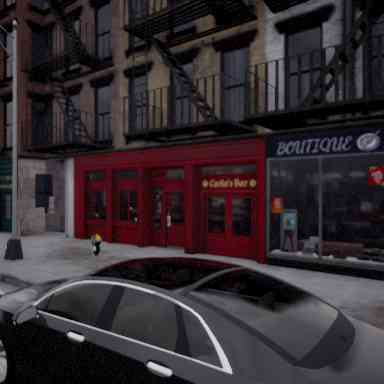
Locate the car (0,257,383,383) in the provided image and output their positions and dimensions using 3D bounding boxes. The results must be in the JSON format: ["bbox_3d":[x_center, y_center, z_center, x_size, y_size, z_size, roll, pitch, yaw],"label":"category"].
[{"bbox_3d":[-0.491,1.502,3.643,4.892,1.490,1.837,0,0,36],"label":"car"}]
